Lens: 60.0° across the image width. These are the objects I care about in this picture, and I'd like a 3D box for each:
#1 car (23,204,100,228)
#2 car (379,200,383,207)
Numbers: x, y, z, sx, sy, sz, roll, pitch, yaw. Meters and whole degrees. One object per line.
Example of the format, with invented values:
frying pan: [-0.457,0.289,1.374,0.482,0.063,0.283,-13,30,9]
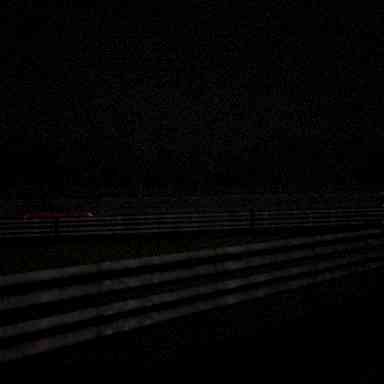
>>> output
car: [-8.396,1.584,21.705,4.553,1.767,2.097,-1,1,-9]
car: [21.579,1.127,33.642,5.008,1.535,1.882,-1,1,-9]
